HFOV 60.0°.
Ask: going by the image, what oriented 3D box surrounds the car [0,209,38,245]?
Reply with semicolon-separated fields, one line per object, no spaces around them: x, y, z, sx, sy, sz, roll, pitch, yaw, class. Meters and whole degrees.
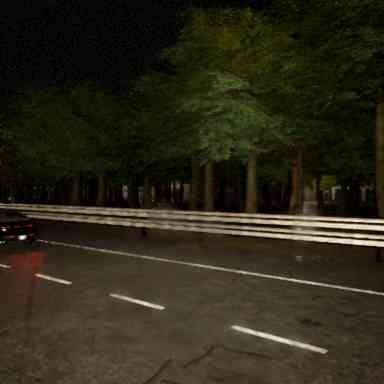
-8.522;1.505;14.258;4.892;1.490;1.837;0;0;36;car
